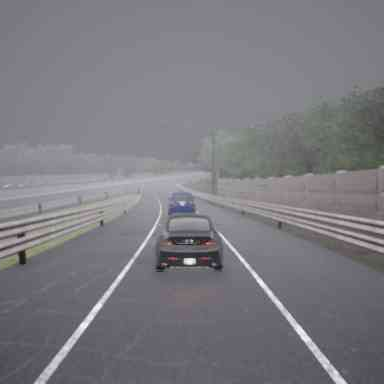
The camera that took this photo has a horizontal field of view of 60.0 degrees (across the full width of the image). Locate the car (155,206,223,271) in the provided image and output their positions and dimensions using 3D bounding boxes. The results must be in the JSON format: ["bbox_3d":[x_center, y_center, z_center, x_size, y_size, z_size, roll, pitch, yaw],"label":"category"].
[{"bbox_3d":[-0.108,1.432,10.623,1.837,1.490,4.892,0,1,-1],"label":"car"}]

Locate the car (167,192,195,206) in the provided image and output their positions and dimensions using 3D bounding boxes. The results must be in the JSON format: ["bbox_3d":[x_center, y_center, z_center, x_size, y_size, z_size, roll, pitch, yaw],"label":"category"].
[{"bbox_3d":[-0.921,1.028,28.127,2.150,2.045,5.566,0,0,-4],"label":"car"}]
